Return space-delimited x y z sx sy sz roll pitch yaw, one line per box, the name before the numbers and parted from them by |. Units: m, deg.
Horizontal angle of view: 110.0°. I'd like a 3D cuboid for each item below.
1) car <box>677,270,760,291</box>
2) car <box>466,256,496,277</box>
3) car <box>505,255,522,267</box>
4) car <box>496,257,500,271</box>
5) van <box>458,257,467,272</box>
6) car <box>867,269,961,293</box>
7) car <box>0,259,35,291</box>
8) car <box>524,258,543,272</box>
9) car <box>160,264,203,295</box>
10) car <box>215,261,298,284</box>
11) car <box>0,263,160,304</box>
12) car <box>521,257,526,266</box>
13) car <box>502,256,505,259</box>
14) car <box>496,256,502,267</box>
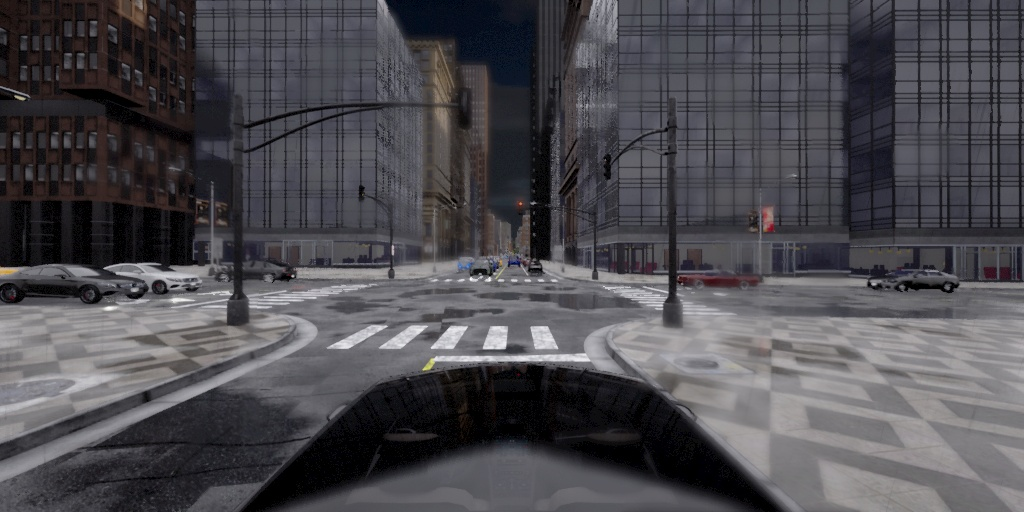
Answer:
car | 13.580 1.566 23.914 4.718 1.301 1.895 1 0 0
car | -2.959 1.077 35.492 2.097 1.767 4.553 0 0 0
car | 0.377 0.899 62.989 2.150 2.045 5.566 0 0 0
car | -2.924 1.191 44.613 1.882 1.535 5.008 0 0 1
van | -5.683 1.054 44.703 1.690 1.789 3.998 0 0 0
car | 26.583 1.628 23.849 4.902 1.511 2.128 0 0 0
car | -26.904 0.884 17.407 5.008 1.535 1.882 1 0 1
car | 2.842 1.279 44.657 1.948 1.339 4.313 0 0 0
car | -17.759 1.050 17.364 4.674 1.442 1.812 1 0 0
car | -17.093 1.061 24.060 4.892 1.490 1.837 1 0 0
car | -17.231 1.045 14.108 4.674 1.442 1.812 1 0 -1
car | 2.937 1.264 61.605 1.802 1.307 4.207 0 0 0
car | -2.780 1.155 63.927 1.882 1.535 5.008 0 0 1
car | -2.866 1.202 54.078 1.837 1.490 4.892 0 0 0
